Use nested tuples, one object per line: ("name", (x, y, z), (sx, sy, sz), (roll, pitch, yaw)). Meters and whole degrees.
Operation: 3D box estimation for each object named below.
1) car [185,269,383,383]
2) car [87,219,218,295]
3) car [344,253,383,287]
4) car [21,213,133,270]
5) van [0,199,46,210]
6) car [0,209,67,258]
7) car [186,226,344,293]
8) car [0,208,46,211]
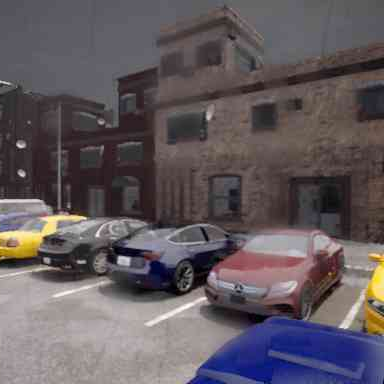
("car", (2.140, 1.598, 1.850), (4.718, 1.301, 1.895), (0, 0, 35))
("car", (-0.114, 1.533, 9.069), (2.163, 1.488, 4.792), (0, 0, 35))
("car", (4.363, 1.479, 5.849), (2.097, 1.535, 5.008), (0, 0, 35))
("car", (-2.381, 1.518, 10.641), (2.231, 1.521, 4.892), (0, 0, 35))
("van", (-9.080, 1.339, 15.280), (1.878, 1.987, 4.442), (0, 0, 36))
("car", (-4.513, 1.529, 12.397), (1.946, 1.575, 5.366), (0, 0, 35))
("car", (2.115, 1.531, 7.448), (2.002, 1.452, 4.674), (0, 0, 35))
("car", (-6.868, 1.588, 13.845), (2.002, 1.452, 4.674), (0, 0, 35))
